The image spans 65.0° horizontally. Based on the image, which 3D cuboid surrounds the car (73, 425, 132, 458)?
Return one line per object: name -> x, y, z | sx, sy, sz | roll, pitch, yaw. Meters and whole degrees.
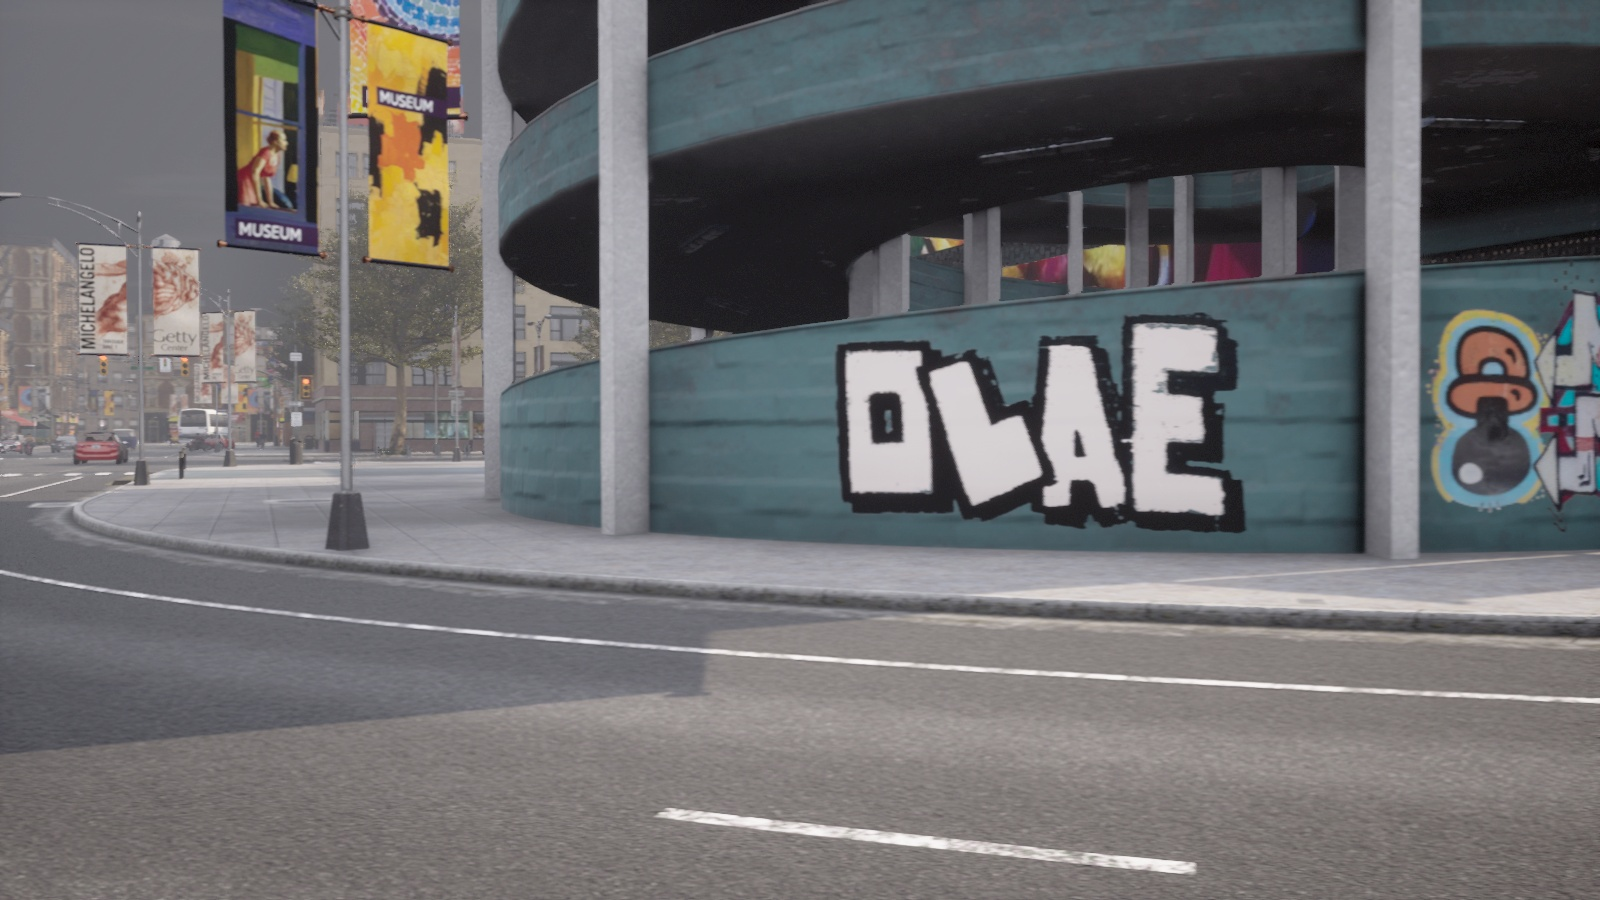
car -> -36.344, -0.470, 65.540 | 2.242, 1.667, 4.611 | 0, 1, -23
